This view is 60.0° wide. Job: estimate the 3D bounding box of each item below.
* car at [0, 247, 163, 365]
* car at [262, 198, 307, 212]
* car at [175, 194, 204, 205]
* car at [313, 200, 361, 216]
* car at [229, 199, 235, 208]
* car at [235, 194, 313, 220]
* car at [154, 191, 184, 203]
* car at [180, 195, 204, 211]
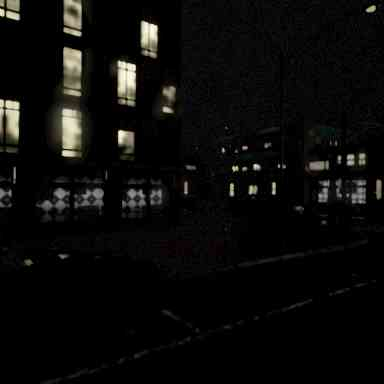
[{"bbox_3d":[-2.464,1.565,4.797,4.313,1.339,1.947,0,0,-36],"label":"car"},{"bbox_3d":[9.479,1.316,34.403,1.802,1.307,4.206,1,0,-36],"label":"car"},{"bbox_3d":[-0.392,1.077,47.797,2.008,1.369,4.403,1,0,-36],"label":"car"},{"bbox_3d":[12.769,1.347,29.939,1.887,1.381,4.507,1,0,-36],"label":"car"},{"bbox_3d":[6.190,1.106,38.869,1.967,1.590,4.097,1,0,-36],"label":"car"},{"bbox_3d":[6.028,1.084,24.967,2.192,1.841,5.009,1,0,-36],"label":"car"},{"bbox_3d":[-3.677,0.770,52.261,2.192,1.841,5.009,1,0,-36],"label":"car"},{"bbox_3d":[-0.559,1.214,33.897,1.802,1.307,4.206,1,0,-36],"label":"car"}]
